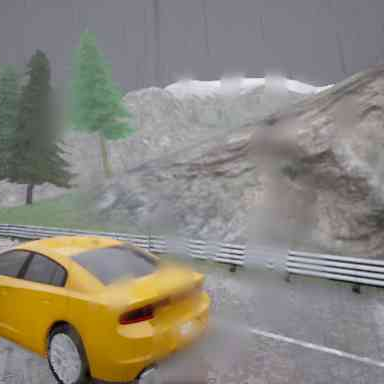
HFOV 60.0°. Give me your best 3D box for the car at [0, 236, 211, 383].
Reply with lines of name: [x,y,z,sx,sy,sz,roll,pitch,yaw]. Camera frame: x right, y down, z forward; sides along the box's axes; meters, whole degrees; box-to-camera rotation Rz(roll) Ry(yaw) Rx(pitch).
car: [-2.103,1.462,5.337,5.008,1.535,1.882,0,0,34]
